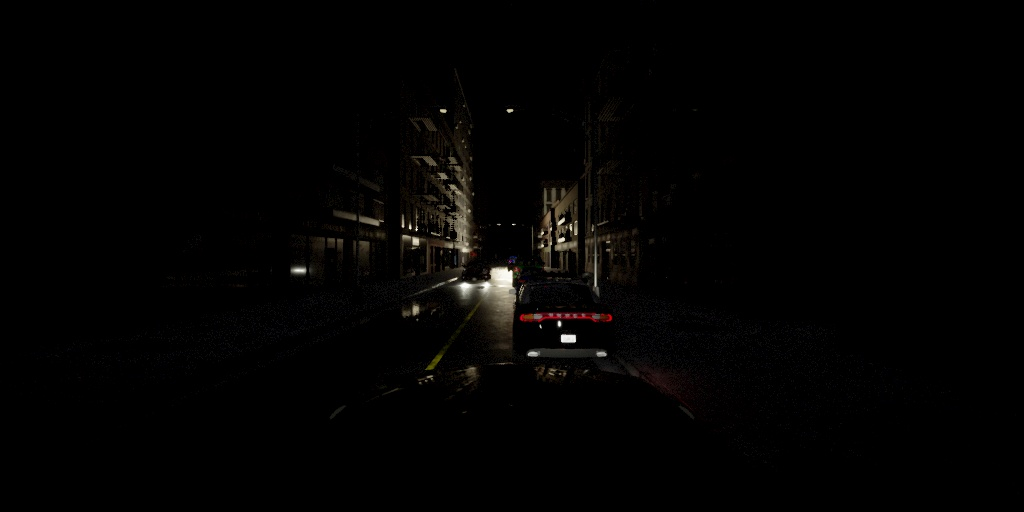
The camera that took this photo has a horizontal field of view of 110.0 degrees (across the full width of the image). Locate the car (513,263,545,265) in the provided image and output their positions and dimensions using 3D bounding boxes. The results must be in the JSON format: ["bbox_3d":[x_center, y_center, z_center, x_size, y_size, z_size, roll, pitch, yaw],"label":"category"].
[{"bbox_3d":[1.041,1.285,18.460,1.812,1.442,4.674,0,0,0],"label":"car"}]

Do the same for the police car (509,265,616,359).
[{"bbox_3d":[0.963,1.176,8.569,1.930,1.638,5.238,0,0,0],"label":"police car"}]

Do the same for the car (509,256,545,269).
[{"bbox_3d":[1.089,0.993,24.490,2.150,2.045,5.566,0,0,0],"label":"car"}]

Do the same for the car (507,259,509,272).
[{"bbox_3d":[0.393,1.437,47.056,1.895,1.301,4.718,0,0,1],"label":"car"}]

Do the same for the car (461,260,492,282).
[{"bbox_3d":[-2.779,1.130,28.843,2.097,1.767,4.553,0,0,0],"label":"car"}]
